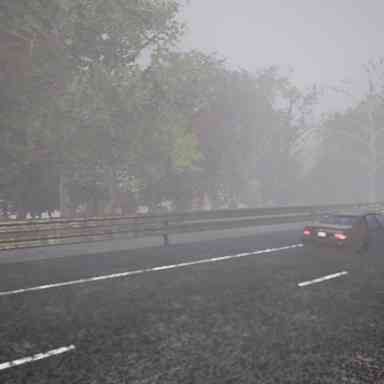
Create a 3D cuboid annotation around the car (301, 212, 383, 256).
[{"bbox_3d":[6.415,1.461,12.705,5.357,1.411,2.033,0,0,-36],"label":"car"}]
